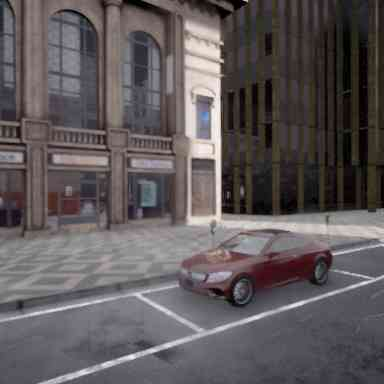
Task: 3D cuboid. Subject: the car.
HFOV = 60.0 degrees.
[{"bbox_3d":[1.648,1.559,7.836,4.206,1.307,1.802,0,0,-35],"label":"car"}]
